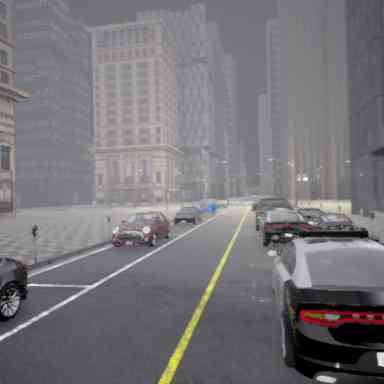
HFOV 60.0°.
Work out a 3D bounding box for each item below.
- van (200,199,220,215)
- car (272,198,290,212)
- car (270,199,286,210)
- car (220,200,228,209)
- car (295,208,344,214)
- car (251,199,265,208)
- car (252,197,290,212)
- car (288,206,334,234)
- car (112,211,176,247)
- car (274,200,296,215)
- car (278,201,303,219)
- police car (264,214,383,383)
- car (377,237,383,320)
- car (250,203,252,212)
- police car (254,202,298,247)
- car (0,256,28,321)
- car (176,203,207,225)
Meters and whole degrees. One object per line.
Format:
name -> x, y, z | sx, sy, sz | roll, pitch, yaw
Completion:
van -> 1.854, 1.722, 38.428 | 1.690, 1.788, 3.998 | -2, -1, 11
car -> 11.284, 1.610, 42.376 | 1.967, 1.590, 4.097 | -2, -1, 11
car -> 12.343, 1.751, 47.915 | 2.008, 1.369, 4.403 | -2, -1, 11
car -> 5.027, 2.023, 55.049 | 2.008, 1.369, 4.403 | -2, -1, 11
car -> 6.008, 1.559, 14.669 | 2.008, 1.369, 4.403 | -2, -1, 11
car -> 10.802, 1.876, 54.568 | 1.994, 1.385, 4.181 | -2, -1, 11
car -> 5.167, 1.329, 21.432 | 2.150, 2.045, 5.566 | -2, -1, 11
car -> 7.064, 1.608, 20.210 | 1.947, 1.339, 4.313 | -2, -1, 11
car -> -2.367, 1.690, 16.262 | 1.967, 1.590, 4.097 | -2, -1, 11
car -> 10.232, 1.690, 36.833 | 2.008, 1.369, 4.403 | -2, -1, 11
car -> 9.207, 1.634, 31.459 | 1.752, 1.417, 4.829 | -2, -1, 11
police car -> 2.399, 1.431, 5.752 | 1.930, 1.638, 5.238 | -2, -1, 11
car -> 3.896, 1.484, 3.588 | 1.887, 1.381, 4.507 | -2, -1, 11
car -> 8.538, 1.751, 42.507 | 1.837, 1.490, 4.892 | -2, 0, 11
police car -> 4.153, 1.494, 15.569 | 1.930, 1.638, 5.238 | -2, -1, 9
car -> -4.476, 1.747, 5.178 | 1.947, 1.339, 4.313 | -2, -1, 11
car -> -0.251, 1.883, 27.343 | 1.947, 1.339, 4.313 | -2, -1, 11
